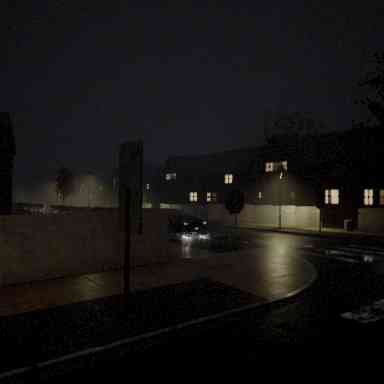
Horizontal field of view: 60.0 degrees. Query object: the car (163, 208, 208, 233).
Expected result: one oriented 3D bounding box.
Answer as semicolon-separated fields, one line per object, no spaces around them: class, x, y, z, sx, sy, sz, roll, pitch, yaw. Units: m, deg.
car;-1.270;1.757;21.391;2.033;1.411;5.357;1;-2;-36
